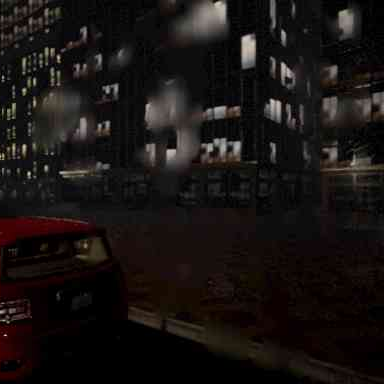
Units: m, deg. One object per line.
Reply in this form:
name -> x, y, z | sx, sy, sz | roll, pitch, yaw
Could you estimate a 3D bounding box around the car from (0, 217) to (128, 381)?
car -> -3.186, 1.314, 5.145 | 5.009, 1.841, 2.192 | 0, 0, 35
